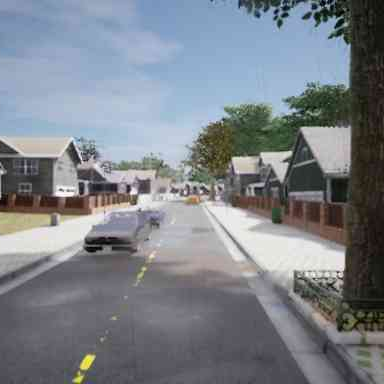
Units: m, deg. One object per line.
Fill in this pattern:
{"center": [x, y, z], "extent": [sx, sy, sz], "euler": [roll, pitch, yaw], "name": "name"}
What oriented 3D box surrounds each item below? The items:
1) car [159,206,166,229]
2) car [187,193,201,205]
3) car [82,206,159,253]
{"center": [-2.752, 1.568, 21.119], "extent": [1.895, 1.301, 4.718], "euler": [0, 0, 0], "name": "car"}
{"center": [0.160, 1.300, 54.172], "extent": [1.882, 1.535, 5.008], "euler": [0, 0, 2], "name": "car"}
{"center": [-2.797, 1.507, 13.704], "extent": [2.033, 1.411, 5.357], "euler": [0, 0, 0], "name": "car"}
